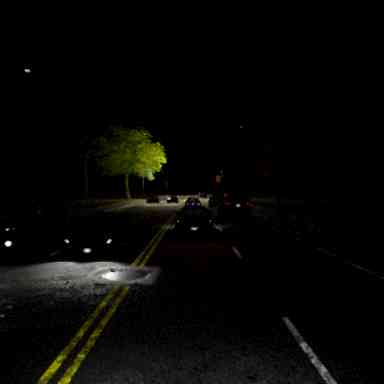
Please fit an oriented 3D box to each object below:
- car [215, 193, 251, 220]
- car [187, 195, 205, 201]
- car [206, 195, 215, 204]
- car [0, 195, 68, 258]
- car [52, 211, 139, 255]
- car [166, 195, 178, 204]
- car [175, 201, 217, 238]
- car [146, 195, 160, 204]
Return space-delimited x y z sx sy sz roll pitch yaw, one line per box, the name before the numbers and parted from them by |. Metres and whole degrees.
car | 3.360 1.081 26.848 2.150 2.045 5.566 0 0 0
car | 0.114 1.358 38.241 2.033 1.411 5.357 0 0 0
car | 3.366 1.135 44.801 2.097 1.767 4.553 0 0 0
car | -6.595 1.153 12.838 2.150 2.045 5.566 0 0 0
car | -3.348 1.476 13.263 2.033 1.411 5.357 0 0 0
car | -3.265 1.283 56.134 2.033 1.411 5.357 0 0 1
car | 0.107 1.435 17.060 1.812 1.442 4.674 0 0 0
car | -6.516 1.283 56.134 2.033 1.411 5.357 0 0 1
